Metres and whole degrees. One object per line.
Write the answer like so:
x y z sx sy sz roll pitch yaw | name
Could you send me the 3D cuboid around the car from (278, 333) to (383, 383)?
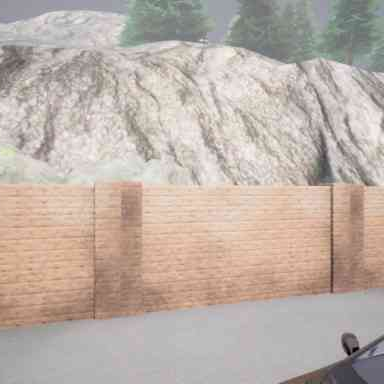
2.193 1.492 1.896 4.902 1.511 2.128 0 0 -18 | car
